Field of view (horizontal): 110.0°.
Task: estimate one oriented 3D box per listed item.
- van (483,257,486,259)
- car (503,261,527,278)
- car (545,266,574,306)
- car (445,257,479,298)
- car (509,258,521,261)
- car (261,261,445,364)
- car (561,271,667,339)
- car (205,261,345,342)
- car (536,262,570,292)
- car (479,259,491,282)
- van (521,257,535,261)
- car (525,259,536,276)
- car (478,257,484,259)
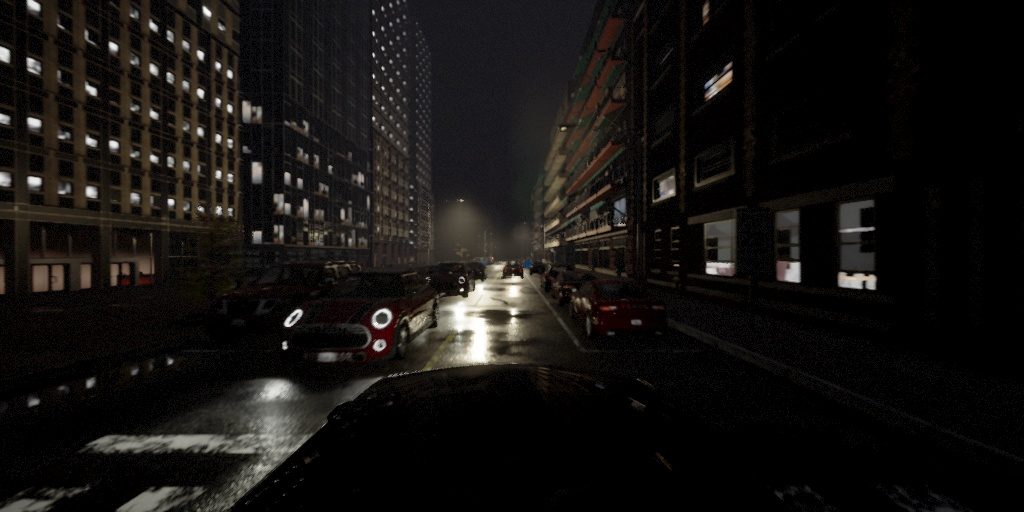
[{"bbox_3d":[-5.687,1.116,59.720,1.690,1.789,3.998,0,0,0],"label":"van"},{"bbox_3d":[0.103,1.356,33.380,1.895,1.301,4.718,0,0,0],"label":"car"},{"bbox_3d":[2.689,1.295,15.498,1.888,1.381,4.507,0,0,0],"label":"car"},{"bbox_3d":[-3.082,1.102,18.302,2.097,1.767,4.553,0,0,0],"label":"car"},{"bbox_3d":[0.092,1.335,54.537,1.994,1.385,4.181,0,0,0],"label":"car"},{"bbox_3d":[-3.089,1.102,8.249,2.097,1.767,4.553,0,0,0],"label":"car"},{"bbox_3d":[2.689,1.295,9.971,1.888,1.381,4.507,0,0,0],"label":"car"},{"bbox_3d":[-5.692,1.065,9.972,2.192,1.841,5.009,0,0,0],"label":"car"},{"bbox_3d":[2.690,1.190,21.025,1.967,1.591,4.097,0,0,0],"label":"car"},{"bbox_3d":[-3.073,1.231,29.389,1.882,1.535,5.008,0,0,0],"label":"car"},{"bbox_3d":[2.693,1.111,54.191,1.690,1.789,3.998,0,0,0],"label":"van"},{"bbox_3d":[2.691,1.323,37.608,1.948,1.339,4.313,0,0,0],"label":"car"},{"bbox_3d":[-5.688,1.316,54.193,1.888,1.381,4.507,0,0,0],"label":"car"}]
